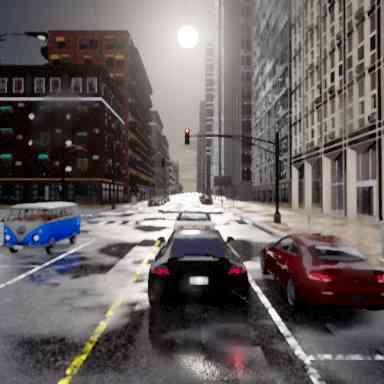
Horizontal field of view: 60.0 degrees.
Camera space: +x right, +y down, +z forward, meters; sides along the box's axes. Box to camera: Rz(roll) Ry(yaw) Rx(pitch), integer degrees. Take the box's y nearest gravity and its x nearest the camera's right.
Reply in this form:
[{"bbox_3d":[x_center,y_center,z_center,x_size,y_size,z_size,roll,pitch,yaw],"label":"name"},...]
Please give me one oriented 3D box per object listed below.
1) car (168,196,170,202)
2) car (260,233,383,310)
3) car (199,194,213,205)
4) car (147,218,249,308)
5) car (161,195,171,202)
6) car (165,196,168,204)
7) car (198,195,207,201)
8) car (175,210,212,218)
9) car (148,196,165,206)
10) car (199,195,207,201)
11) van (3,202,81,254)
[{"bbox_3d":[-5.707,1.469,62.397,1.947,1.339,4.313,1,0,0],"label":"car"},{"bbox_3d":[2.698,1.571,7.491,1.802,1.307,4.206,1,0,0],"label":"car"},{"bbox_3d":[2.675,1.494,56.748,1.802,1.307,4.206,1,0,0],"label":"car"},{"bbox_3d":[0.101,1.552,7.953,1.994,1.385,4.181,0,0,-1],"label":"car"},{"bbox_3d":[-5.712,1.467,73.706,1.802,1.307,4.206,1,0,0],"label":"car"},{"bbox_3d":[-5.704,1.463,56.742,2.008,1.369,4.403,1,0,0],"label":"car"},{"bbox_3d":[2.663,1.417,85.021,2.008,1.369,4.403,1,0,0],"label":"car"},{"bbox_3d":[0.089,1.576,16.770,1.895,1.301,4.718,0,0,0],"label":"car"},{"bbox_3d":[-5.701,1.472,51.087,2.008,1.369,4.403,1,0,0],"label":"car"},{"bbox_3d":[2.665,1.457,79.367,1.802,1.307,4.206,1,0,0],"label":"car"},{"bbox_3d":[-5.767,1.322,13.171,1.690,1.788,3.998,1,0,0],"label":"van"}]
